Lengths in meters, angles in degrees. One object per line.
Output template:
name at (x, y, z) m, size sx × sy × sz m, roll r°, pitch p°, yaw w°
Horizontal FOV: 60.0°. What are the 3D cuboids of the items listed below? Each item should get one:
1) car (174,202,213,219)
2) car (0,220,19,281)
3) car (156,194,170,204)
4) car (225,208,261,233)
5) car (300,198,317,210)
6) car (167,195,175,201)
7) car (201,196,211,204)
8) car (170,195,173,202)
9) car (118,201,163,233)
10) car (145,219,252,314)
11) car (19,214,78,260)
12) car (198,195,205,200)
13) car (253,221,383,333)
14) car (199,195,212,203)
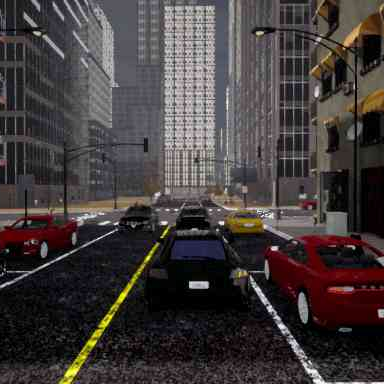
car at (0.091, 1.504, 17.874) m, size 1.837 × 1.490 × 4.892 m, roll 0°, pitch 0°, yaw -1°
car at (-5.693, 1.439, 6.852) m, size 1.967 × 1.590 × 4.097 m, roll -1°, pitch 0°, yaw 0°
car at (-5.639, 1.542, 61.412) m, size 1.887 × 1.381 × 4.507 m, roll -1°, pitch 0°, yaw 0°
car at (2.699, 1.523, 18.047) m, size 1.752 × 1.417 × 4.829 m, roll -1°, pitch 0°, yaw 0°
car at (14.287, 1.256, 36.990) m, size 4.507 × 1.381 × 1.887 m, roll -1°, pitch 1°, yaw 0°
car at (-5.612, 1.544, 89.209) m, size 1.887 × 1.381 × 4.507 m, roll -1°, pitch 0°, yaw 0°
car at (2.747, 1.523, 67.132) m, size 1.752 × 1.417 × 4.829 m, roll -1°, pitch 0°, yaw 0°
car at (-5.635, 1.313, 66.972) m, size 2.192 × 1.841 × 5.009 m, roll -1°, pitch 0°, yaw 0°
car at (-2.983, 1.518, 19.434) m, size 1.837 × 1.490 × 4.892 m, roll 0°, pitch 0°, yaw 0°
car at (0.111, 1.563, 7.714) m, size 1.994 × 1.385 × 4.181 m, roll 0°, pitch 0°, yaw 0°
car at (-5.687, 1.543, 12.376) m, size 1.887 × 1.381 × 4.507 m, roll -1°, pitch 0°, yaw 0°
car at (2.774, 1.582, 94.760) m, size 1.802 × 1.307 × 4.206 m, roll -1°, pitch 0°, yaw 0°
car at (2.689, 1.544, 6.830) m, size 1.887 × 1.381 × 4.507 m, roll -1°, pitch 0°, yaw 0°
car at (2.740, 1.438, 61.403) m, size 1.967 × 1.590 × 4.097 m, roll -1°, pitch 0°, yaw 0°
